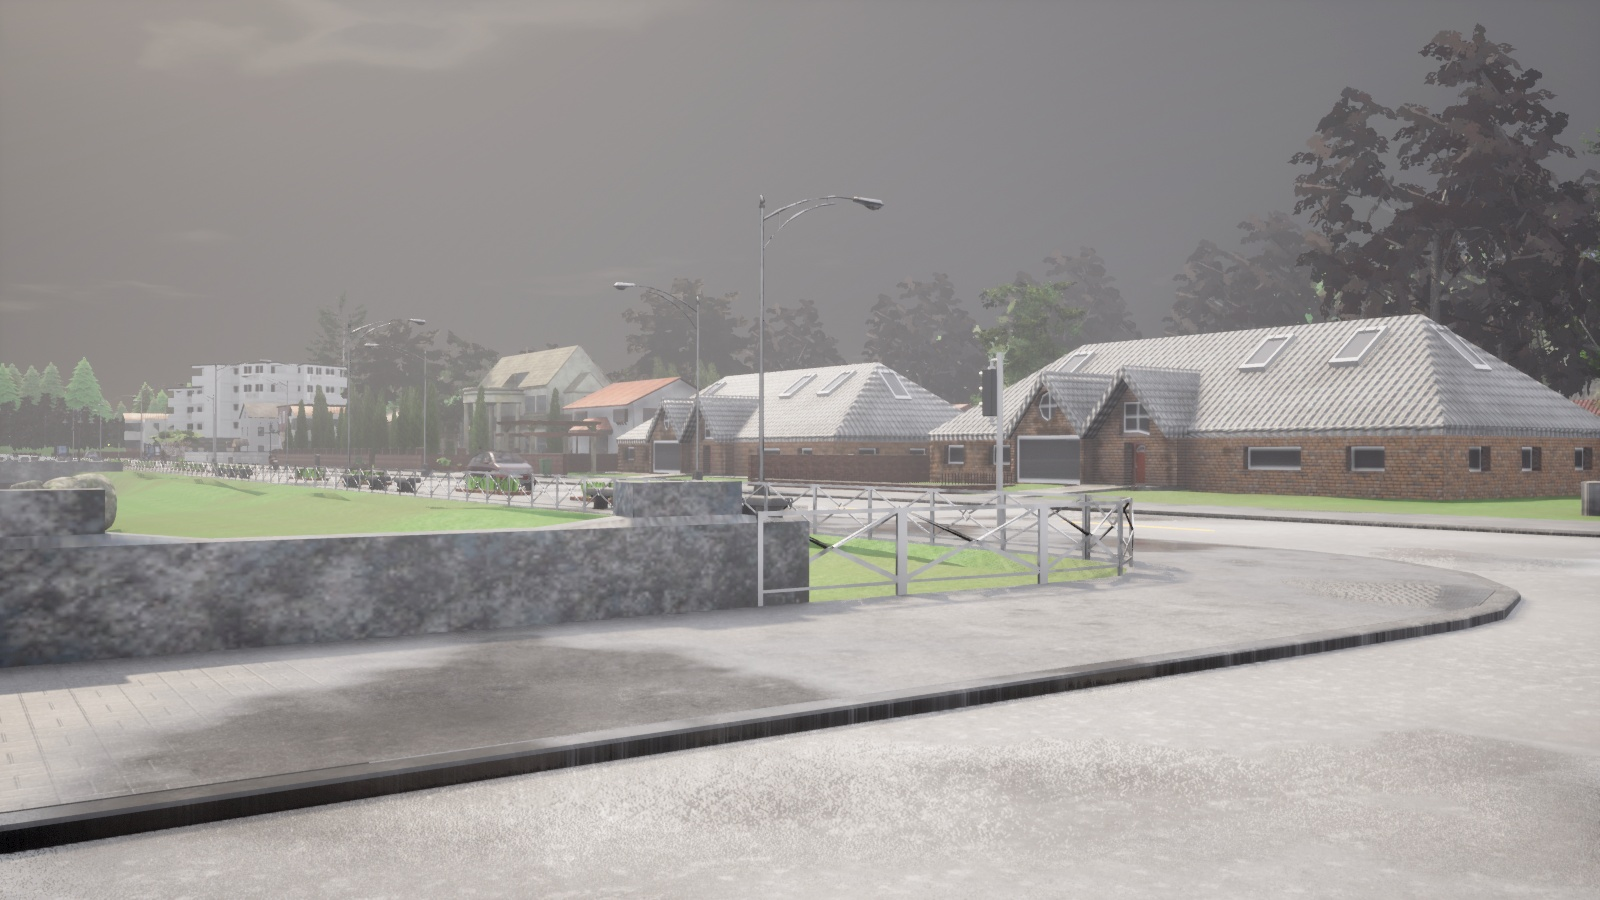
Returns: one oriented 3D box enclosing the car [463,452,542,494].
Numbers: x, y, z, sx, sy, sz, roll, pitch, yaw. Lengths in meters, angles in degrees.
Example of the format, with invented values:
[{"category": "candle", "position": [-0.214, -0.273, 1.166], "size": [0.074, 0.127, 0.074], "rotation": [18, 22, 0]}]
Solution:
[{"category": "car", "position": [-11.628, 0.868, 48.945], "size": [1.789, 1.549, 3.705], "rotation": [0, 0, -35]}]
